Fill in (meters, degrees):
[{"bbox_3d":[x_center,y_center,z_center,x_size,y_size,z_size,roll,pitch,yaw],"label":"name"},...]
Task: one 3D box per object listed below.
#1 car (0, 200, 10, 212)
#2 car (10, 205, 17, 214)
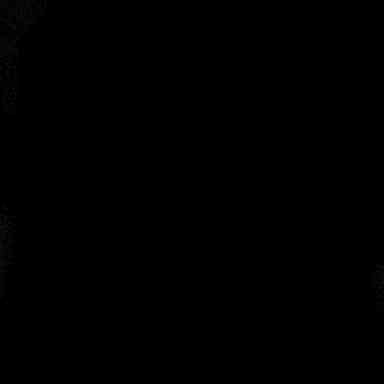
[{"bbox_3d":[-19.346,1.183,29.146,2.192,1.841,5.009,0,-1,36],"label":"car"},{"bbox_3d":[-16.202,1.526,33.534,1.802,1.307,4.206,0,-1,36],"label":"car"}]
